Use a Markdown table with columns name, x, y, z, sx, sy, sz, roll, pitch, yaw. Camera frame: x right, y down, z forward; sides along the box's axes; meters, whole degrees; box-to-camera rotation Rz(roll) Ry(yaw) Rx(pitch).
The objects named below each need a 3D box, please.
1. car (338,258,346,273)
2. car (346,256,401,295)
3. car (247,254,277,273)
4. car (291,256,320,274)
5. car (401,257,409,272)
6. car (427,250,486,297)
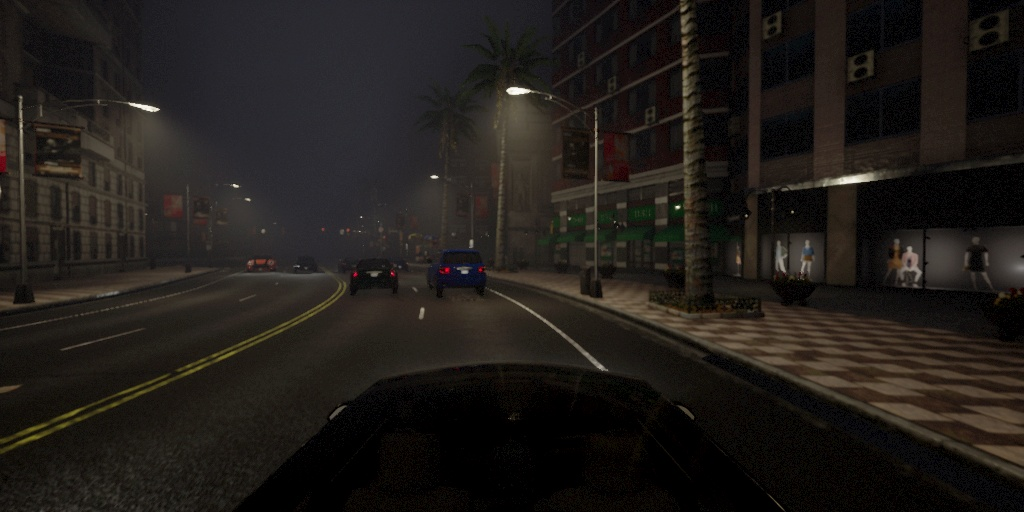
| name | x | y | z | sx | sy | sz | roll | pitch | yaw |
| --- | --- | --- | --- | --- | --- | --- | --- | --- | --- |
| car | -14.876 | 0.811 | 33.155 | 1.994 | 1.385 | 4.181 | -1 | 1 | -30 |
| car | -6.931 | 0.837 | 18.145 | 2.097 | 1.767 | 4.553 | -1 | 1 | -20 |
| car | -23.654 | 0.603 | 34.043 | 2.097 | 1.767 | 4.553 | -1 | 1 | -30 |
| car | -18.767 | 0.772 | 32.629 | 1.837 | 1.490 | 4.892 | -1 | 1 | -30 |
| car | -11.031 | 0.759 | 33.526 | 1.812 | 1.442 | 4.674 | -1 | 1 | -30 |
| car | -2.805 | 0.711 | 17.348 | 2.150 | 2.045 | 5.566 | 0 | 1 | -18 |
